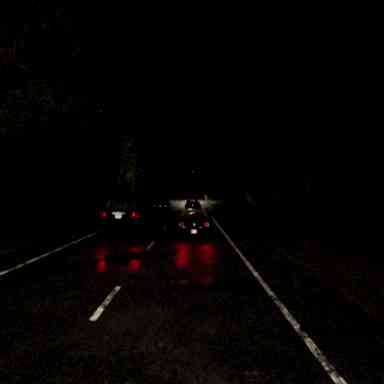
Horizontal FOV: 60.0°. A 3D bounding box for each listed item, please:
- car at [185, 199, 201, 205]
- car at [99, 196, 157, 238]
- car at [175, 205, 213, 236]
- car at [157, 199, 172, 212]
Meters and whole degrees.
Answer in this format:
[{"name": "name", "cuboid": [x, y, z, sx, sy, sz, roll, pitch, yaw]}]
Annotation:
[{"name": "car", "cuboid": [0.104, 1.577, 42.616, 1.994, 1.385, 4.181, 0, 0, 0]}, {"name": "car", "cuboid": [-3.397, 1.230, 18.040, 2.150, 2.045, 5.566, 0, 0, 0]}, {"name": "car", "cuboid": [0.103, 1.610, 18.307, 1.895, 1.301, 4.718, 0, 0, 0]}, {"name": "car", "cuboid": [-3.395, 1.560, 38.135, 2.033, 1.411, 5.357, 0, 0, 0]}]
